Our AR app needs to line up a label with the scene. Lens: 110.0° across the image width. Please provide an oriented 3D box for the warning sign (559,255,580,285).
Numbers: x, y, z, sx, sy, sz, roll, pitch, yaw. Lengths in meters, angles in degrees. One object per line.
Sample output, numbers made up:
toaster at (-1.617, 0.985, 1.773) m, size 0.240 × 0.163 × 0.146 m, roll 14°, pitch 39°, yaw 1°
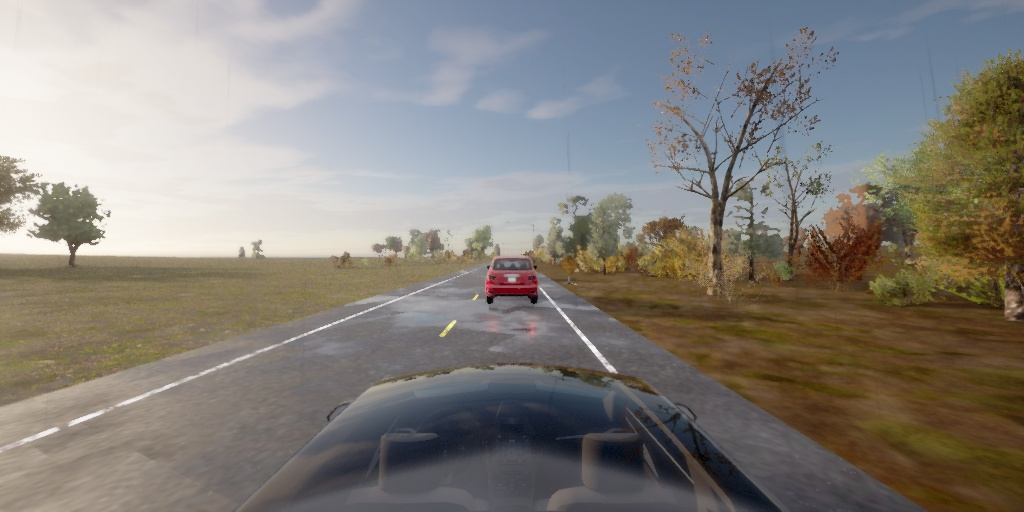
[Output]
warning sign at (3.550, 0.858, 22.276) m, size 1.300 × 1.860 × 1.060 m, roll 0°, pitch 0°, yaw 0°

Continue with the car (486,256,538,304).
car at (0.000, 1.005, 16.530) m, size 2.150 × 2.045 × 5.566 m, roll 0°, pitch 0°, yaw 0°
